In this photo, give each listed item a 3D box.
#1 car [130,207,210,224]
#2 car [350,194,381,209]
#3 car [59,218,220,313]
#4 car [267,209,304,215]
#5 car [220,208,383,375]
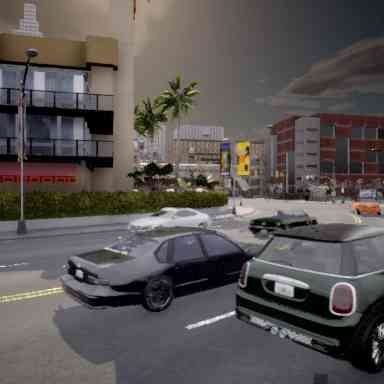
[{"bbox_3d":[-0.981,1.514,16.644,4.674,1.442,1.812,0,0,-44],"label":"car"},{"bbox_3d":[17.501,1.339,33.806,2.097,1.767,4.553,0,0,15],"label":"car"},{"bbox_3d":[-0.136,1.542,7.690,5.357,1.411,2.033,0,0,-40],"label":"car"},{"bbox_3d":[4.909,1.591,17.656,1.895,1.301,4.718,0,0,41],"label":"car"},{"bbox_3d":[2.907,1.351,5.895,4.553,1.767,2.097,0,0,-39],"label":"car"}]
